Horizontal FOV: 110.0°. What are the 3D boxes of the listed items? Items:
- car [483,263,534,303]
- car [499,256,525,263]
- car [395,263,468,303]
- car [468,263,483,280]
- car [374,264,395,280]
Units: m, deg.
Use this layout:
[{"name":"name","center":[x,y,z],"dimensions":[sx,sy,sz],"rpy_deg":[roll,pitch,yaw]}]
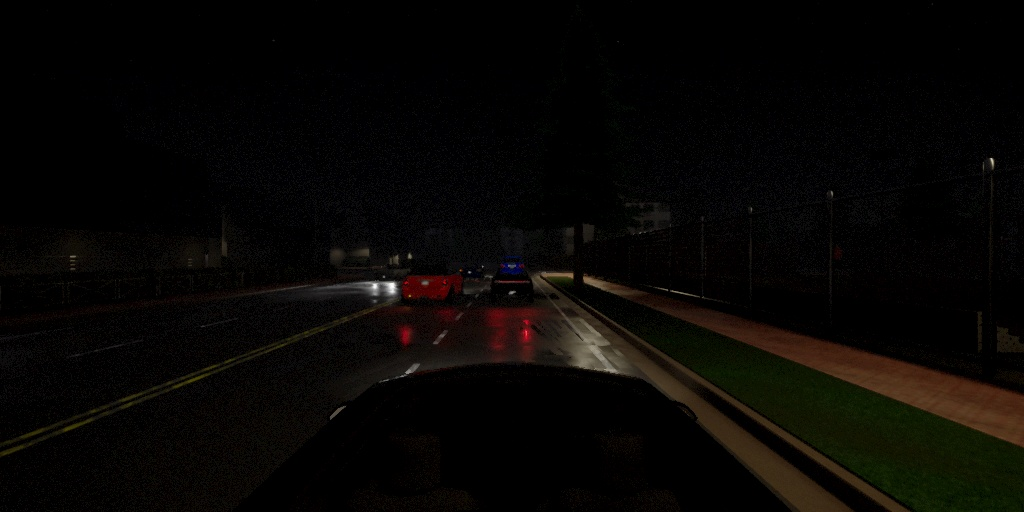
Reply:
[{"name":"car","center":[0.000,1.244,16.600],"dimensions":[2.128,1.511,4.902],"rpy_deg":[0,0,0]},{"name":"car","center":[0.000,1.007,31.630],"dimensions":[2.150,2.045,5.566],"rpy_deg":[0,0,0]},{"name":"car","center":[-3.500,1.115,16.570],"dimensions":[2.097,1.767,4.553],"rpy_deg":[0,0,0]},{"name":"car","center":[-3.500,1.321,31.600],"dimensions":[1.994,1.385,4.181],"rpy_deg":[0,0,0]},{"name":"car","center":[-10.500,1.404,31.600],"dimensions":[1.895,1.301,4.718],"rpy_deg":[0,0,0]}]
